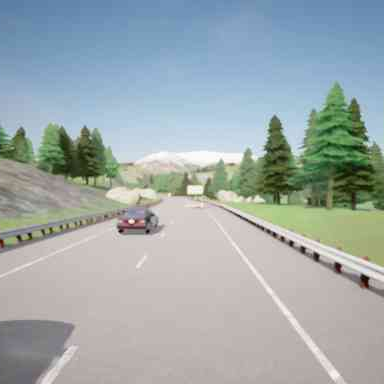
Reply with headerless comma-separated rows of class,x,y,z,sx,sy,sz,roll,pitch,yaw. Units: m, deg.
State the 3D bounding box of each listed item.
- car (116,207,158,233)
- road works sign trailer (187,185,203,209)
car,-3.228,1.643,20.335,2.033,1.411,5.357,0,0,1
road works sign trailer,0.465,0.712,50.079,2.380,3.560,2.880,0,0,0
